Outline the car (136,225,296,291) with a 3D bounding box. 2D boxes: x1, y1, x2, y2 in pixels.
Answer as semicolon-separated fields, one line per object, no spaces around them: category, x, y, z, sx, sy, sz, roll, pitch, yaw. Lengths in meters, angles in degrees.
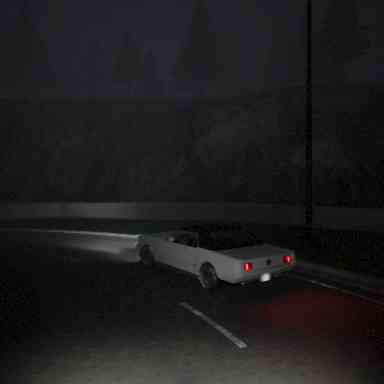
car;0.294;1.539;8.971;1.895;1.301;4.718;0;0;-36
